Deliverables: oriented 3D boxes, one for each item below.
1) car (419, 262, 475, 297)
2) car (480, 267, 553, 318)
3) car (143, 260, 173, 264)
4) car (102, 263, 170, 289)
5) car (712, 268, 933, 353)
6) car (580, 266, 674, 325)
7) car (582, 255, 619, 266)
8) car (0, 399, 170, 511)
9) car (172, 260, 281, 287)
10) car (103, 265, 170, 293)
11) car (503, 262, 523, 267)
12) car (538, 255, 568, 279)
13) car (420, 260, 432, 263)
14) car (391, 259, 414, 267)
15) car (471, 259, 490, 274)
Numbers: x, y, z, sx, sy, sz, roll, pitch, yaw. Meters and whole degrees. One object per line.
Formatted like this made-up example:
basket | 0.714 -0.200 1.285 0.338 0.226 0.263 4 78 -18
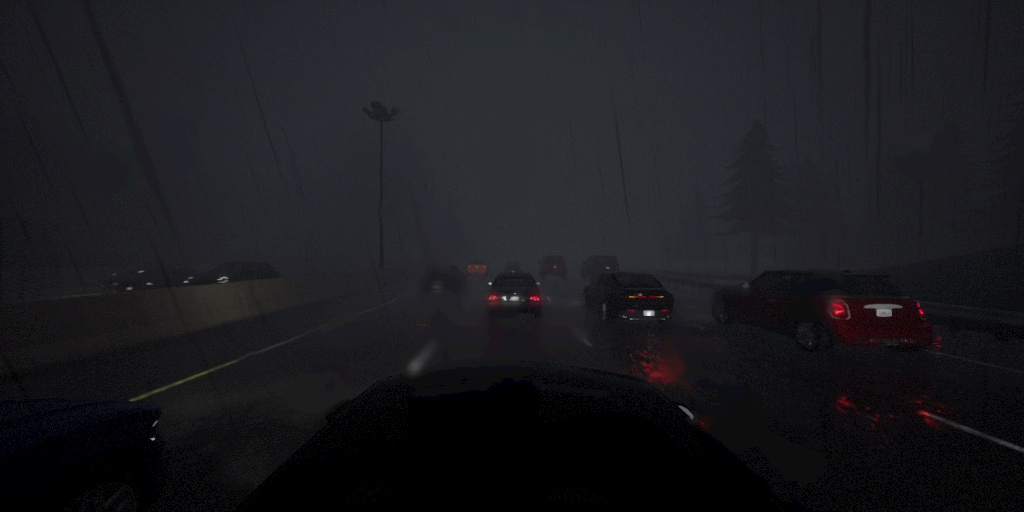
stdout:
car | -3.410 1.241 18.844 2.128 1.511 4.902 0 0 0
car | 0.095 1.297 13.021 2.033 1.411 5.357 0 0 0
car | -24.607 1.100 24.894 2.097 1.767 4.553 0 0 0
car | -21.108 1.313 21.103 1.994 1.385 4.181 0 0 0
car | 7.098 1.102 8.976 2.097 1.767 4.553 0 0 0
car | 3.594 1.255 11.837 1.837 1.490 4.892 0 0 0
car | 7.088 0.971 29.217 2.150 2.045 5.566 0 0 0
car | -3.400 1.227 0.489 1.882 1.535 5.008 0 0 0
car | -14.107 1.101 18.389 2.097 1.767 4.553 0 0 0
car | -17.606 1.313 18.504 1.994 1.385 4.181 0 0 0
car | 0.076 1.275 36.040 1.812 1.442 4.674 0 0 0
car | 3.586 0.971 32.038 2.150 2.045 5.566 0 0 0
car | -14.075 1.312 59.157 1.994 1.385 4.181 0 0 1
car | -17.572 1.241 59.100 2.128 1.511 4.902 0 0 1
car | -3.416 1.101 37.114 2.097 1.767 4.553 0 0 0
